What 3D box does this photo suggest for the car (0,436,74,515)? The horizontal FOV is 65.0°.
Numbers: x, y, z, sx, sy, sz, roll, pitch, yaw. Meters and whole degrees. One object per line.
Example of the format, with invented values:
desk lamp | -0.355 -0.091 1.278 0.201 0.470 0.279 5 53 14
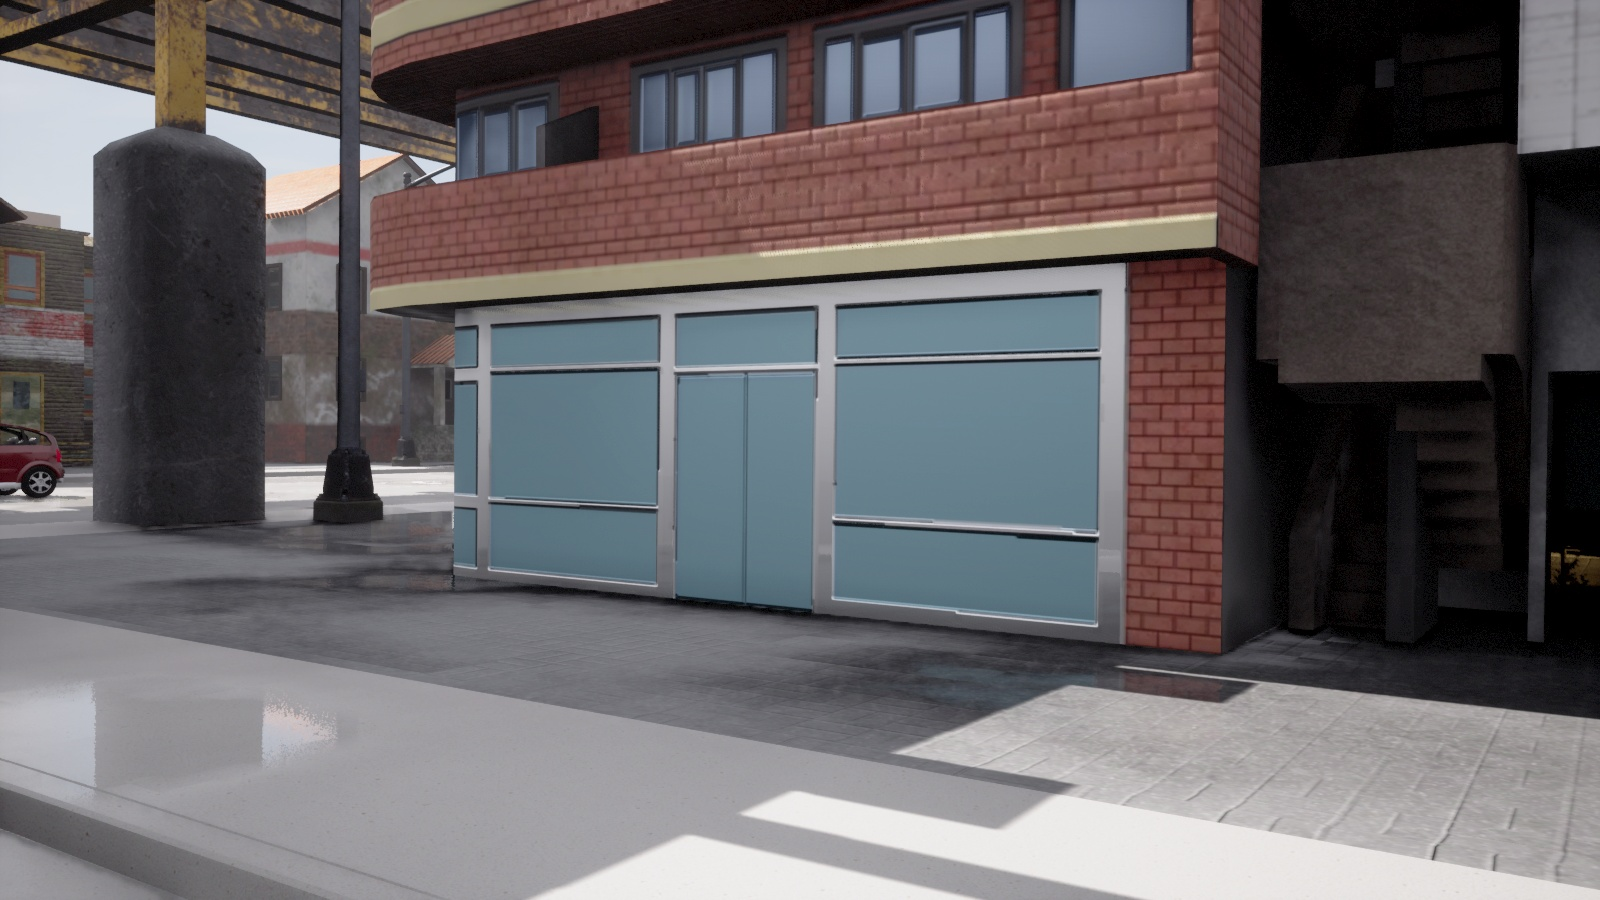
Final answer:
car | -16.831 0.521 24.977 1.789 1.549 3.705 0 1 33
